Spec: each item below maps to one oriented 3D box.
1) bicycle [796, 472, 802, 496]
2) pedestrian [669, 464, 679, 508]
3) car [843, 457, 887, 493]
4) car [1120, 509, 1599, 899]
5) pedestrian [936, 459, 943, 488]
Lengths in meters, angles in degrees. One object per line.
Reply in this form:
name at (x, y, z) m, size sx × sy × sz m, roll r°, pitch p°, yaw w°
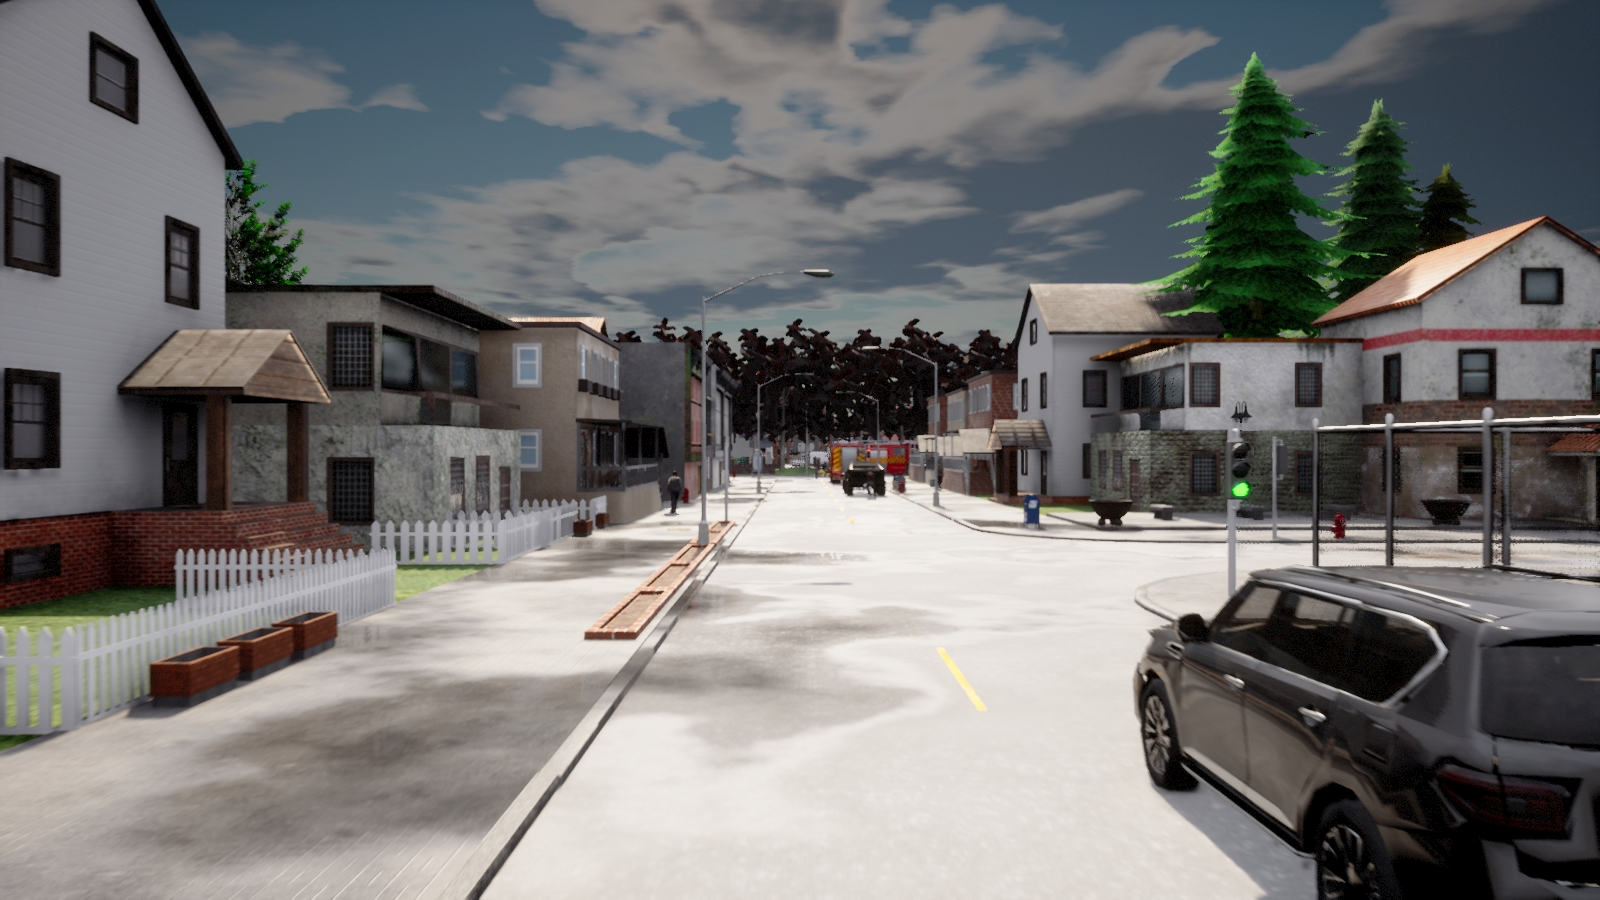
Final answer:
bicycle at (-0.040, 1.940, 65.548) m, size 0.329 × 1.271 × 1.835 m, roll 0°, pitch 0°, yaw 0°
pedestrian at (-5.309, 1.523, 48.243) m, size 0.375 × 1.860 × 0.375 m, roll 0°, pitch 0°, yaw 4°
car at (4.007, 1.533, 71.593) m, size 2.390 × 2.098 × 6.274 m, roll 0°, pitch 0°, yaw 0°
car at (4.009, 1.559, 7.638) m, size 2.150 × 2.045 × 5.566 m, roll 0°, pitch 0°, yaw 0°
pedestrian at (9.138, 1.524, 74.850) m, size 0.375 × 1.860 × 0.375 m, roll 0°, pitch 0°, yaw 1°
